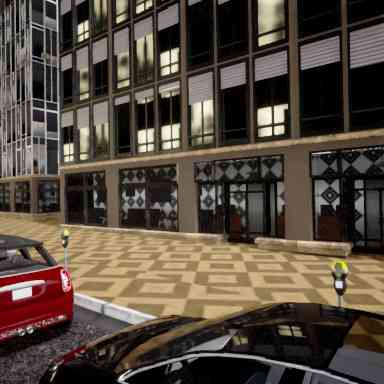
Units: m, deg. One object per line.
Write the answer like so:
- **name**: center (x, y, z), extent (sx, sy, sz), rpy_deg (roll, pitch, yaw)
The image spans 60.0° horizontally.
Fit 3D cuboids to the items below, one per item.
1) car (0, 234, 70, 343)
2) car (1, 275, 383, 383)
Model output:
- **car**: center (-3.911, 1.441, 5.819), extent (4.097, 1.590, 1.967), rpy_deg (0, -1, 37)
- **car**: center (0.663, 1.566, 2.439), extent (4.313, 1.339, 1.947), rpy_deg (0, -1, 36)
